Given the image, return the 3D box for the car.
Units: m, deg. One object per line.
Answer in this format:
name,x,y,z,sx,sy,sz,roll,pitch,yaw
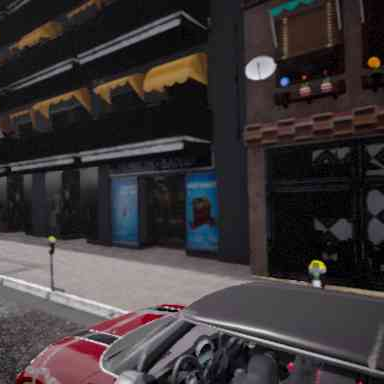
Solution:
car,0.427,1.446,2.451,4.097,1.590,1.967,0,-2,36
